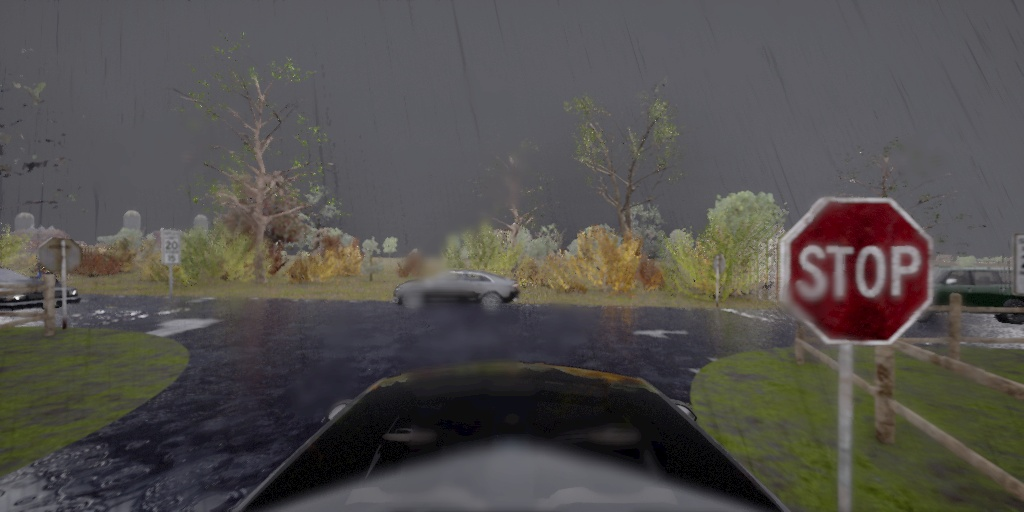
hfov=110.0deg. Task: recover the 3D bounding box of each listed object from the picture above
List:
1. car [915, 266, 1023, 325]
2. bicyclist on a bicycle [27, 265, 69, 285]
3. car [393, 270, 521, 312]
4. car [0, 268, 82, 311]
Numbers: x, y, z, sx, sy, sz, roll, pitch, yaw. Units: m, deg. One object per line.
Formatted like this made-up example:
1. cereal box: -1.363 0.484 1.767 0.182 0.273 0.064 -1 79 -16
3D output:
1. car: 16.432 1.402 13.819 5.566 2.045 2.150 2 0 1
2. bicyclist on a bicycle: -22.411 0.847 17.302 0.582 1.620 1.656 1 0 1
3. car: -2.105 1.289 14.044 4.902 1.511 2.128 1 0 1
4. car: -17.070 1.065 11.257 5.357 1.411 2.033 1 0 1
